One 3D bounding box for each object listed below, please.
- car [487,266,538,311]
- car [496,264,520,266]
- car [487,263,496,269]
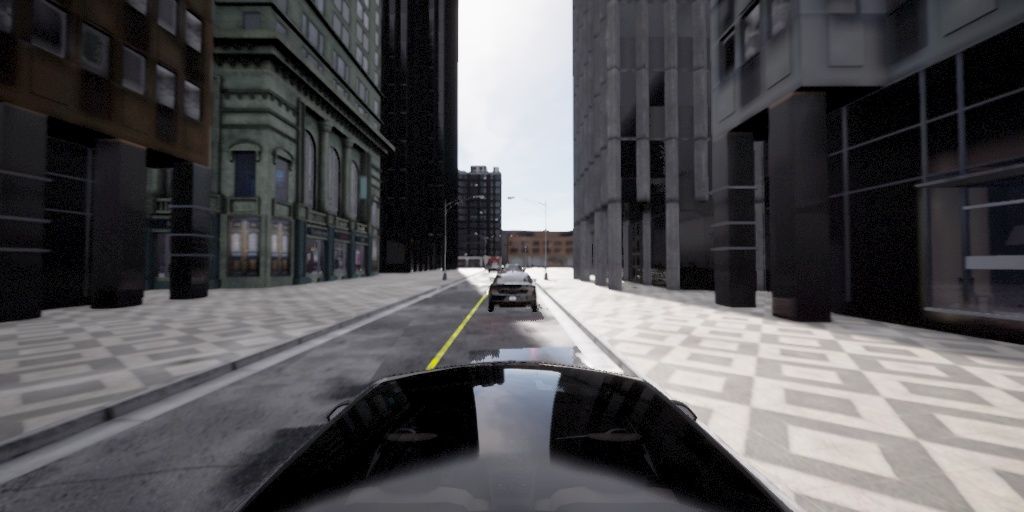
[{"bbox_3d":[0.049,1.384,15.321,1.882,1.535,5.008,0,0,0],"label":"car"},{"bbox_3d":[0.038,1.424,29.130,2.097,1.767,4.553,0,-1,1],"label":"car"},{"bbox_3d":[-3.057,1.987,59.997,1.837,1.490,4.892,0,0,1],"label":"car"}]
